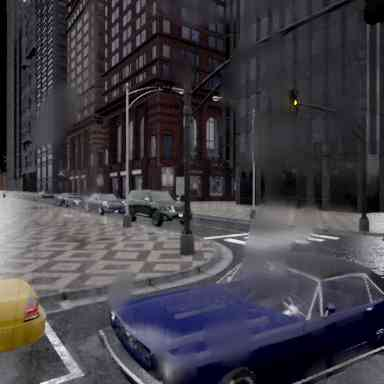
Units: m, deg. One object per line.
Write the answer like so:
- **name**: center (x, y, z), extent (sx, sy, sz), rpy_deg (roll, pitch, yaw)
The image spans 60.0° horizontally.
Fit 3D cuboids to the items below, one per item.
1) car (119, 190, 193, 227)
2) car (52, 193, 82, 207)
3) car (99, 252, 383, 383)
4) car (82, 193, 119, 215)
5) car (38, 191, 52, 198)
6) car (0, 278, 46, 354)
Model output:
- **car**: center (-2.230, 0.898, 20.808), extent (2.150, 2.045, 5.566), rpy_deg (0, 1, -36)
- **car**: center (-13.166, 0.826, 36.074), extent (2.128, 1.511, 4.902), rpy_deg (0, 1, -36)
- **car**: center (1.251, 1.605, 4.549), extent (4.718, 1.301, 1.895), rpy_deg (0, 0, -31)
- **car**: center (-7.148, 0.872, 27.671), extent (2.097, 1.767, 4.553), rpy_deg (0, 1, -35)
- **car**: center (-26.398, 0.450, 60.000), extent (1.994, 1.385, 4.181), rpy_deg (0, 1, -36)
- **car**: center (-4.264, 1.525, 3.614), extent (4.829, 1.417, 1.752), rpy_deg (0, 0, -35)
